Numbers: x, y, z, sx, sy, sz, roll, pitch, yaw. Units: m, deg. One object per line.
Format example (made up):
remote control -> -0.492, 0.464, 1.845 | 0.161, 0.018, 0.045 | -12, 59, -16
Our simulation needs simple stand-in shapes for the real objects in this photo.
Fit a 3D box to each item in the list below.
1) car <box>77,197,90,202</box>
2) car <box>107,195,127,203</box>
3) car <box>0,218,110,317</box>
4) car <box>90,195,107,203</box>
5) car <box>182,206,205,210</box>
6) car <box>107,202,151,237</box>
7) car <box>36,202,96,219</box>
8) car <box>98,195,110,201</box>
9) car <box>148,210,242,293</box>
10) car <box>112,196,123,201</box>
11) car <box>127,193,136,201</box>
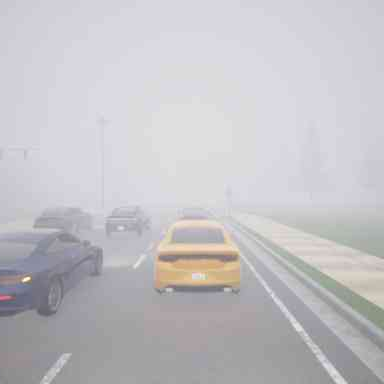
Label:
car -> -23.067, 1.733, 71.383 | 1.895, 1.301, 4.718 | 0, 0, 0
car -> -16.067, 1.494, 71.484 | 2.097, 1.767, 4.553 | 0, 0, 0
car -> -3.397, 1.540, 7.385 | 1.812, 1.442, 4.674 | 0, 0, 1
car -> -19.566, 1.679, 71.723 | 2.033, 1.411, 5.357 | 0, 0, 0
car -> 0.104, 1.563, 19.511 | 1.812, 1.442, 4.674 | 0, 0, -1
car -> -3.431, 1.529, 18.450 | 2.128, 1.511, 4.902 | 0, 0, 0
car -> -6.931, 1.542, 18.410 | 1.837, 1.490, 4.892 | 0, 0, 0
car -> -23.020, 1.646, 86.955 | 1.882, 1.535, 5.008 | 0, 0, 0
car -> 0.129, 1.495, 8.975 | 1.882, 1.535, 5.008 | 0, 0, 0
car -> -19.520, 1.721, 86.973 | 1.994, 1.385, 4.181 | 0, 0, 0
car -> -16.020, 1.393, 86.951 | 2.150, 2.045, 5.566 | 0, 0, 0
